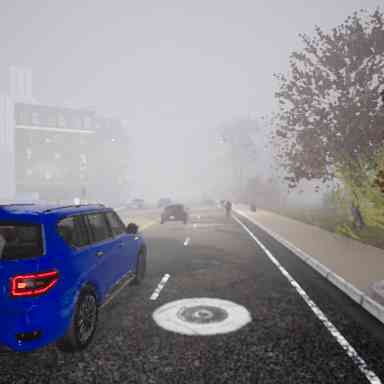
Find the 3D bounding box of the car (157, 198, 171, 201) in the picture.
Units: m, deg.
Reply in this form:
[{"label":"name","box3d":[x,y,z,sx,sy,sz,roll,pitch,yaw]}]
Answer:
[{"label":"car","box3d":[-3.736,1.555,46.574,1.882,1.535,5.008,0,0,2]}]

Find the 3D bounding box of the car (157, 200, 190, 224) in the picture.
[{"label":"car","box3d":[-1.202,1.569,24.913,1.812,1.442,4.674,0,0,3]}]

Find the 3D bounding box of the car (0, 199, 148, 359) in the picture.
[{"label":"car","box3d":[-2.427,1.234,6.383,2.150,2.045,5.566,0,0,5]}]

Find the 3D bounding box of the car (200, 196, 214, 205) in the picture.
[{"label":"car","box3d":[3.021,1.632,62.005,2.033,1.411,5.357,0,0,0]}]

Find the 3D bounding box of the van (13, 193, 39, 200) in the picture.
[{"label":"van","box3d":[-28.017,1.019,56.380,3.998,1.788,1.690,1,-1,-28]}]

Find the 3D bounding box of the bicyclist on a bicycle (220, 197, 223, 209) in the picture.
[{"label":"bicyclist on a bicycle","box3d":[3.379,1.424,36.950,0.659,1.776,1.843,0,0,2]}]

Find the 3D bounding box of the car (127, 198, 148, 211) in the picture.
[{"label":"car","box3d":[-7.069,1.604,43.756,1.812,1.442,4.674,0,0,2]}]

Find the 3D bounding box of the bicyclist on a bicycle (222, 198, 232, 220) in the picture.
[{"label":"bicyclist on a bicycle","box3d":[2.960,1.494,27.051,0.582,1.620,1.656,0,0,3]}]

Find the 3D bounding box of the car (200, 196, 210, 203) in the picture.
[{"label":"car","box3d":[2.829,1.574,74.133,1.882,1.535,5.008,0,0,-1]}]
